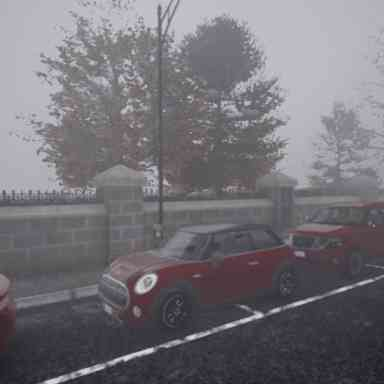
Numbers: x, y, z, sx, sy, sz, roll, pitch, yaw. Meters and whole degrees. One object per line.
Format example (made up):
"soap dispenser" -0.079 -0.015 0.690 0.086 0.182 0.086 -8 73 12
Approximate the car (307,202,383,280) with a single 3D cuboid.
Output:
"car" 4.824 1.245 9.963 5.009 1.841 2.192 -1 0 -35

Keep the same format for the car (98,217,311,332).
"car" 0.231 1.411 6.707 4.097 1.590 1.967 -1 0 -35

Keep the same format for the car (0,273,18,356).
"car" -4.360 1.559 3.453 4.507 1.381 1.887 -1 0 -35
